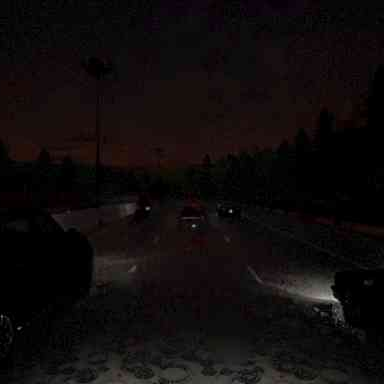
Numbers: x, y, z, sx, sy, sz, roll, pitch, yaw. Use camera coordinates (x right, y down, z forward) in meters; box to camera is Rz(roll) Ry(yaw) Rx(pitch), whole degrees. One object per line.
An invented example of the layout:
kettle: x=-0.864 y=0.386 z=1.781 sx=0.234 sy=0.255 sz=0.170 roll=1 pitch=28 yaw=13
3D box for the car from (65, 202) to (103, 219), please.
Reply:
car: x=-10.581 y=1.728 z=32.989 sx=2.033 sy=1.411 sz=5.357 roll=0 pitch=0 yaw=0

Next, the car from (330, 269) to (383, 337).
car: x=3.603 y=1.571 z=4.005 sx=2.033 sy=1.411 sz=5.357 roll=0 pitch=0 yaw=0

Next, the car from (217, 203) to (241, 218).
car: x=3.599 y=1.745 z=32.764 sx=1.994 sy=1.385 sz=4.181 roll=0 pitch=0 yaw=0

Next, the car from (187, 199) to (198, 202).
car: x=0.098 y=1.726 z=45.224 sx=1.882 sy=1.535 sz=5.008 roll=0 pitch=0 yaw=0

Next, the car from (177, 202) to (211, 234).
car: x=0.099 y=1.603 z=20.025 sx=2.128 sy=1.511 sz=4.902 roll=0 pitch=0 yaw=0

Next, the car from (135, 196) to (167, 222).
car: x=-3.399 y=1.378 z=28.255 sx=2.150 sy=2.045 sz=5.566 roll=0 pitch=0 yaw=0

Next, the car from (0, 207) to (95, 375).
car: x=-3.399 y=1.254 z=5.561 sx=2.150 sy=2.045 sz=5.566 roll=0 pitch=0 yaw=0
